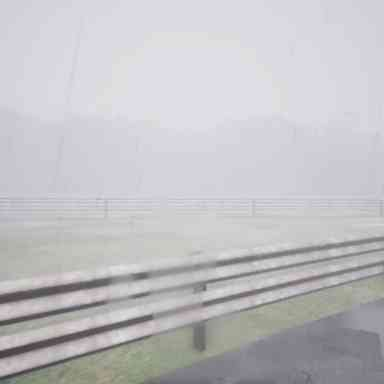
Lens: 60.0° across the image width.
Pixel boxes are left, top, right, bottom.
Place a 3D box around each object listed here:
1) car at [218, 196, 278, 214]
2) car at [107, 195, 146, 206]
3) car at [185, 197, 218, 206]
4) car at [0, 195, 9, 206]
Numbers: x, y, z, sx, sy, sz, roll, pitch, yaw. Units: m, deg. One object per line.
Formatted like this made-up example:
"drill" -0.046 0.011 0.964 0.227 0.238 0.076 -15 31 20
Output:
"car" 5.190 1.116 29.393 4.902 1.511 2.128 0 0 -10
"car" -6.856 1.037 34.400 4.181 1.385 1.994 0 0 -10
"car" 1.648 1.168 32.327 4.718 1.301 1.895 0 0 -10
"car" -19.025 0.597 28.721 5.566 2.045 2.150 0 0 -10
